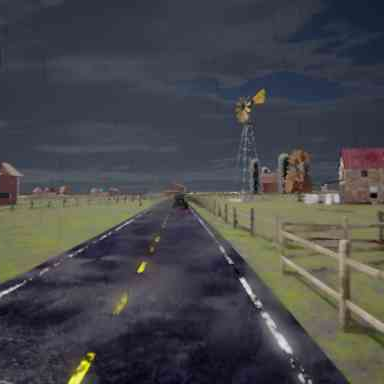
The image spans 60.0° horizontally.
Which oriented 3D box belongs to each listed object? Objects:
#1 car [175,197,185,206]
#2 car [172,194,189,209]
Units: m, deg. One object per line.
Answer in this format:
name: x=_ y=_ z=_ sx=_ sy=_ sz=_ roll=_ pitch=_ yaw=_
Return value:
car: x=-2.090 y=1.622 z=57.367 sx=1.812 sy=1.442 sz=4.674 roll=0 pitch=0 yaw=-3
car: x=-1.624 y=1.295 z=46.927 sx=2.150 sy=2.045 sz=5.566 roll=0 pitch=0 yaw=-3
